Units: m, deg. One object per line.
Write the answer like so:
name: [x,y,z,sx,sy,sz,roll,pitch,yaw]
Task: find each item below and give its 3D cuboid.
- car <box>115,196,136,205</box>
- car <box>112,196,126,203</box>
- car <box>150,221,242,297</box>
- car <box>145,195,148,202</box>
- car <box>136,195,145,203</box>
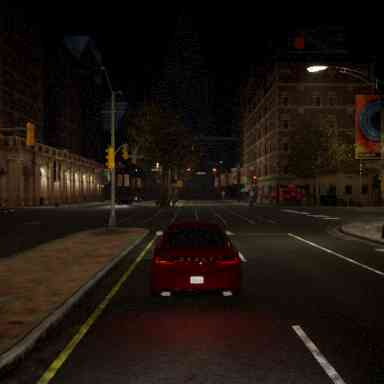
car: [-11.753,1.601,58.707,1.895,1.301,4.718,0,0,0]
car: [-14.979,1.595,68.835,1.895,1.301,4.718,0,0,0]
car: [0.054,1.478,8.634,1.882,1.535,5.008,0,0,-1]
car: [-11.765,1.478,79.260,1.882,1.535,5.008,0,0,0]
car: [-11.730,1.540,68.781,2.033,1.411,5.357,0,0,0]
